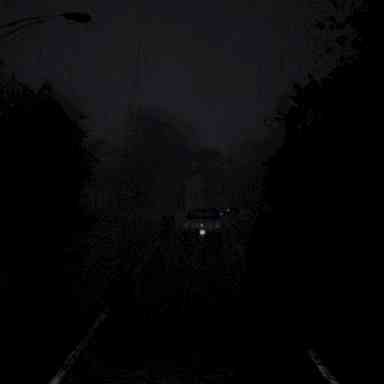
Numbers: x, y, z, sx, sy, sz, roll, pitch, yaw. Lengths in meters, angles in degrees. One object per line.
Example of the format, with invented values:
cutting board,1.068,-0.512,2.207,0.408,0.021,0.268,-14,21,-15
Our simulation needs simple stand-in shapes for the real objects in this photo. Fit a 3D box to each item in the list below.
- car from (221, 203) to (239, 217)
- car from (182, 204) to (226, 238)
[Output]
car,3.412,1.760,32.812,1.895,1.301,4.718,0,-1,18
car,0.609,1.520,17.092,1.895,1.301,4.718,0,0,4
